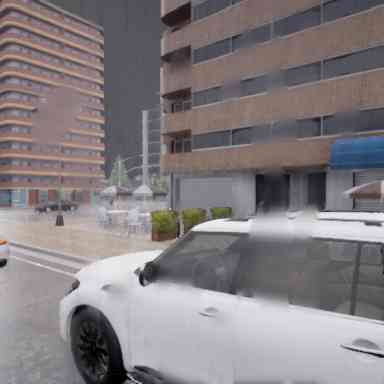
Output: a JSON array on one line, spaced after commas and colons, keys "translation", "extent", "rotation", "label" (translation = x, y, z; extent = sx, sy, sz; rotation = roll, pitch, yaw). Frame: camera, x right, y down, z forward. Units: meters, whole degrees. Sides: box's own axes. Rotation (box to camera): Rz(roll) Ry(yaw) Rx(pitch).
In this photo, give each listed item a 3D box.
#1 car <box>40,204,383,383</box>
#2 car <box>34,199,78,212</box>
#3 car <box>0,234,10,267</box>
[{"translation": [0.899, 1.219, 3.493], "extent": [5.566, 2.045, 2.150], "rotation": [0, 0, 38], "label": "car"}, {"translation": [-15.467, 1.560, 38.181], "extent": [1.837, 1.490, 4.892], "rotation": [0, 0, 40], "label": "car"}, {"translation": [-7.210, 1.526, 10.162], "extent": [4.674, 1.442, 1.812], "rotation": [0, 0, 40], "label": "car"}]
